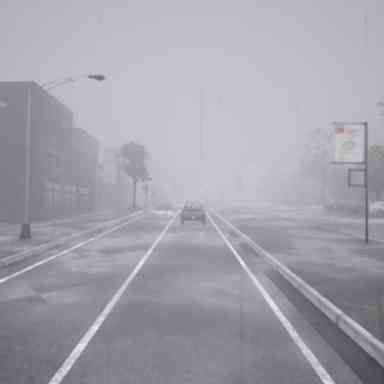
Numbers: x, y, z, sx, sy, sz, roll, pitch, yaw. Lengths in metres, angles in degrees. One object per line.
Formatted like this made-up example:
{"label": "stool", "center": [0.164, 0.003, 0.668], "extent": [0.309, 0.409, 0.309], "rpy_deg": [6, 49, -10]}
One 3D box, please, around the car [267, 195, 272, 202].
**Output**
{"label": "car", "center": [18.661, 1.746, 68.717], "extent": [4.674, 1.452, 2.002], "rpy_deg": [0, 0, 0]}

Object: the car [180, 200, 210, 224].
{"label": "car", "center": [0.091, 1.587, 25.457], "extent": [2.128, 1.511, 4.902], "rpy_deg": [0, 0, 0]}

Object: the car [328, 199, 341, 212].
{"label": "car", "center": [18.686, 1.597, 37.935], "extent": [4.892, 1.521, 2.231], "rpy_deg": [0, 0, 0]}

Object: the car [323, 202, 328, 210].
{"label": "car", "center": [18.690, 1.647, 41.211], "extent": [4.674, 1.452, 2.002], "rpy_deg": [0, 0, 0]}

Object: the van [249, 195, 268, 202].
{"label": "van", "center": [18.400, 1.697, 89.514], "extent": [4.442, 1.987, 1.878], "rpy_deg": [0, -1, 0]}

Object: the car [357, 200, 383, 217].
{"label": "car", "center": [18.687, 1.613, 31.513], "extent": [4.674, 1.452, 2.002], "rpy_deg": [0, 0, 0]}

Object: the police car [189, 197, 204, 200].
{"label": "police car", "center": [0.085, 1.667, 42.975], "extent": [2.038, 1.542, 4.974], "rpy_deg": [0, 0, 0]}

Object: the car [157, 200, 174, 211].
{"label": "car", "center": [-3.352, 1.724, 42.296], "extent": [1.994, 1.385, 4.181], "rpy_deg": [0, 0, 0]}

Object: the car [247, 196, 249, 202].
{"label": "car", "center": [18.678, 1.978, 92.305], "extent": [5.366, 1.575, 1.946], "rpy_deg": [0, -1, 0]}

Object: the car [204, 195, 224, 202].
{"label": "car", "center": [6.059, 1.928, 90.053], "extent": [5.366, 1.575, 1.946], "rpy_deg": [0, -1, 0]}

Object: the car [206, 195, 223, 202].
{"label": "car", "center": [6.250, 1.866, 92.975], "extent": [4.553, 1.767, 2.185], "rpy_deg": [0, -1, 0]}

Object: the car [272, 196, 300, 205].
{"label": "car", "center": [18.733, 1.568, 65.548], "extent": [4.553, 1.767, 2.185], "rpy_deg": [0, 0, 0]}

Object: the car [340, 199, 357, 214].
{"label": "car", "center": [18.696, 1.584, 34.662], "extent": [5.008, 1.535, 2.097], "rpy_deg": [0, 0, 0]}
